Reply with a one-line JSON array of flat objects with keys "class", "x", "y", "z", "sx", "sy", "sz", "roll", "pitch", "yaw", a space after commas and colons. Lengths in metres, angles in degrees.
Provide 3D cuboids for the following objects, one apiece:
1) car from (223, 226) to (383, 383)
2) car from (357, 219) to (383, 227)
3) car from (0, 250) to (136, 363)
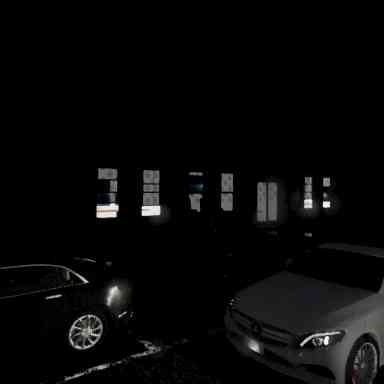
[{"class": "car", "x": 2.624, "y": 1.525, "z": 5.242, "sx": 4.674, "sy": 1.442, "sz": 1.812, "roll": 0, "pitch": 0, "yaw": -35}, {"class": "car", "x": 6.345, "y": 1.582, "z": 11.068, "sx": 4.206, "sy": 1.307, "sz": 1.802, "roll": 0, "pitch": 0, "yaw": -35}, {"class": "car", "x": -2.931, "y": 1.551, "z": 4.468, "sx": 4.403, "sy": 1.369, "sz": 2.008, "roll": 0, "pitch": 0, "yaw": -35}]
